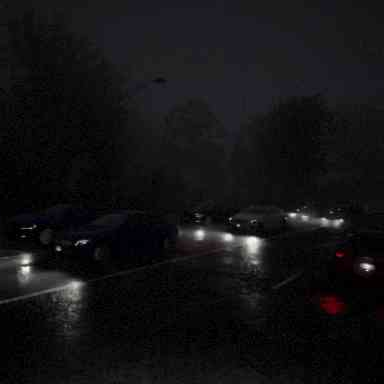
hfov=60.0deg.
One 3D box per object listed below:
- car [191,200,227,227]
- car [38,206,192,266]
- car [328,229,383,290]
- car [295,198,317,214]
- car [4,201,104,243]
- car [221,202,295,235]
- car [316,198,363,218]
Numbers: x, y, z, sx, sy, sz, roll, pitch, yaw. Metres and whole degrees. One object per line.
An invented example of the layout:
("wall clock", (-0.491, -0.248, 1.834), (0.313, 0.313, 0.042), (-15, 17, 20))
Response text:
("car", (1.343, 1.267, 21.487), (1.882, 1.535, 5.008), (4, 2, 40))
("car", (-2.254, 1.341, 10.990), (1.812, 1.442, 4.674), (4, 1, 37))
("car", (5.411, 1.798, 9.620), (1.994, 1.385, 4.181), (3, 1, 36))
("car", (11.781, 1.260, 32.590), (5.357, 1.411, 2.033), (-1, 3, -43))
("car", (-4.803, 1.129, 13.434), (1.882, 1.535, 5.008), (4, 1, 36))
("car", (3.929, 1.478, 19.133), (1.812, 1.442, 4.674), (3, 2, 40))
("car", (13.365, 1.361, 29.246), (4.902, 1.511, 2.128), (-2, 4, -43))
